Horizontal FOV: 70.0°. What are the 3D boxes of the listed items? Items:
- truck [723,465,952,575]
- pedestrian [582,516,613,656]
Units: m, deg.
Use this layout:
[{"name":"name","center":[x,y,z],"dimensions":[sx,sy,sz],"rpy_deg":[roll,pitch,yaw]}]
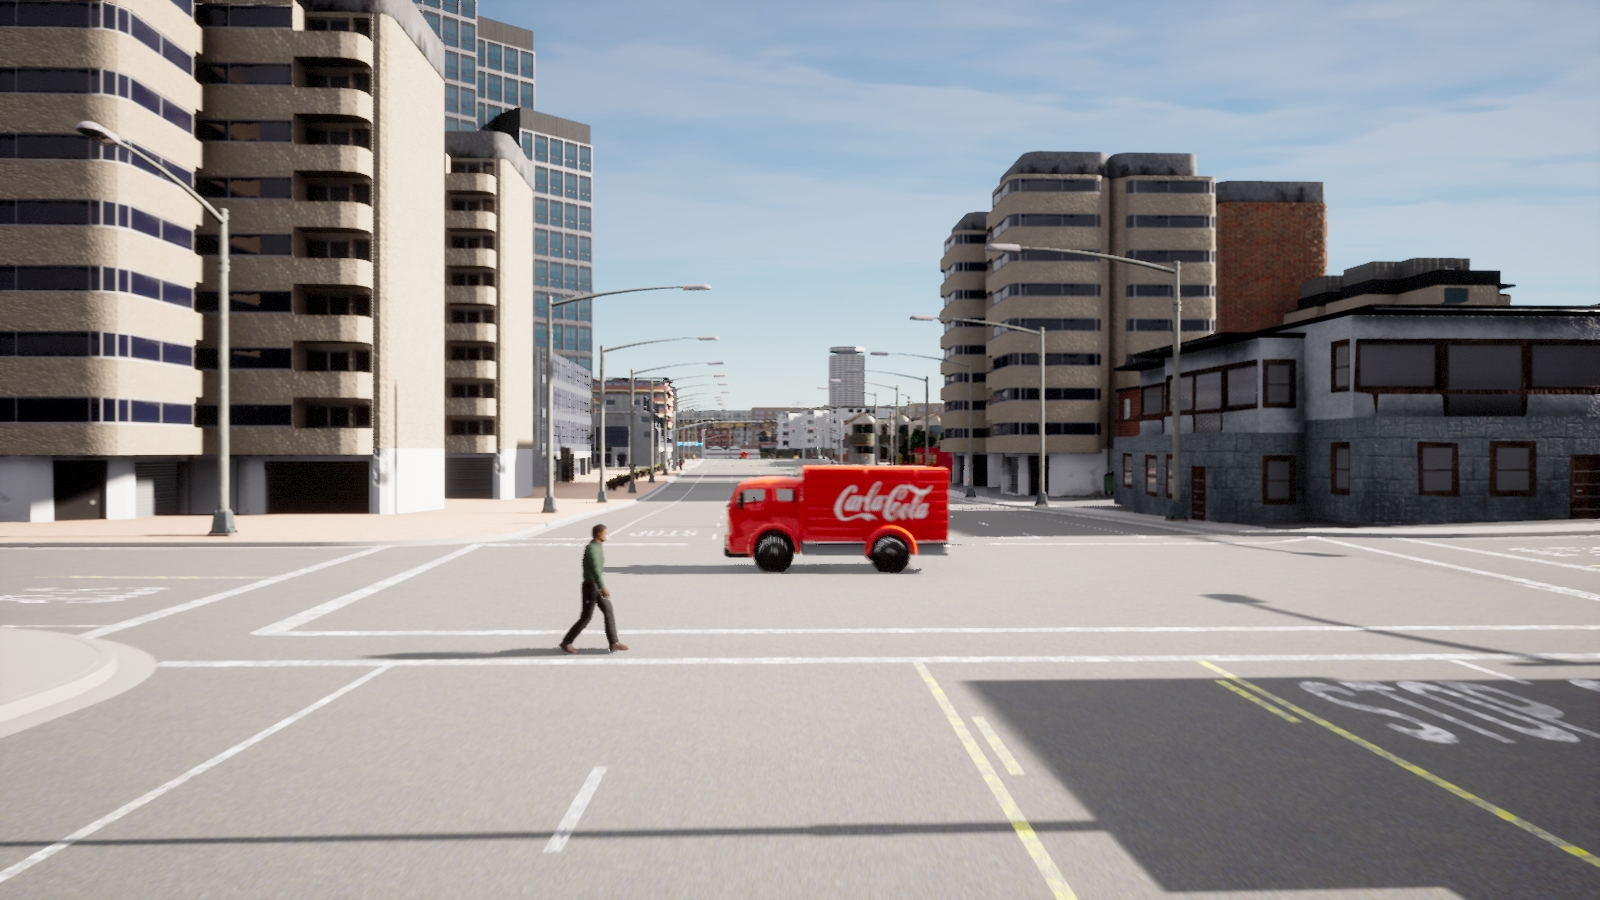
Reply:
[{"name":"truck","center":[0.822,1.602,27.227],"dimensions":[5.204,2.467,2.627],"rpy_deg":[0,0,-2]},{"name":"pedestrian","center":[-2.768,1.851,15.638],"dimensions":[0.375,1.860,0.375],"rpy_deg":[0,0,-2]}]
